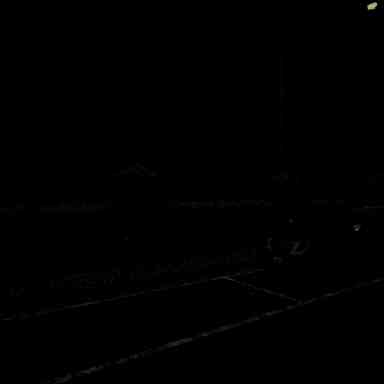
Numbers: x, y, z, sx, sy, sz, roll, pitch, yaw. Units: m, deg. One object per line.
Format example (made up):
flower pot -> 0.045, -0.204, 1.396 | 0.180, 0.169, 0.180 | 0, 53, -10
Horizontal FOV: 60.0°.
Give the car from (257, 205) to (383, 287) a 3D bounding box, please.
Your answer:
car -> 4.124, 1.313, 9.478 | 5.009, 1.841, 2.192 | 0, 0, -36
